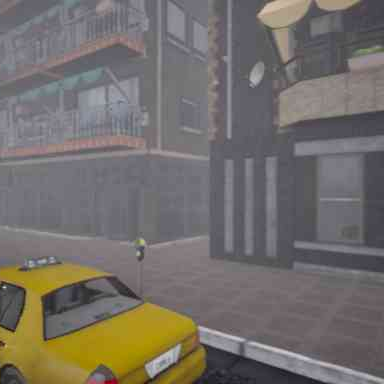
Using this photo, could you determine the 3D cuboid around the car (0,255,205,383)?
[{"bbox_3d":[-2.142,1.518,4.401,4.829,1.417,1.752,0,0,35],"label":"car"}]
